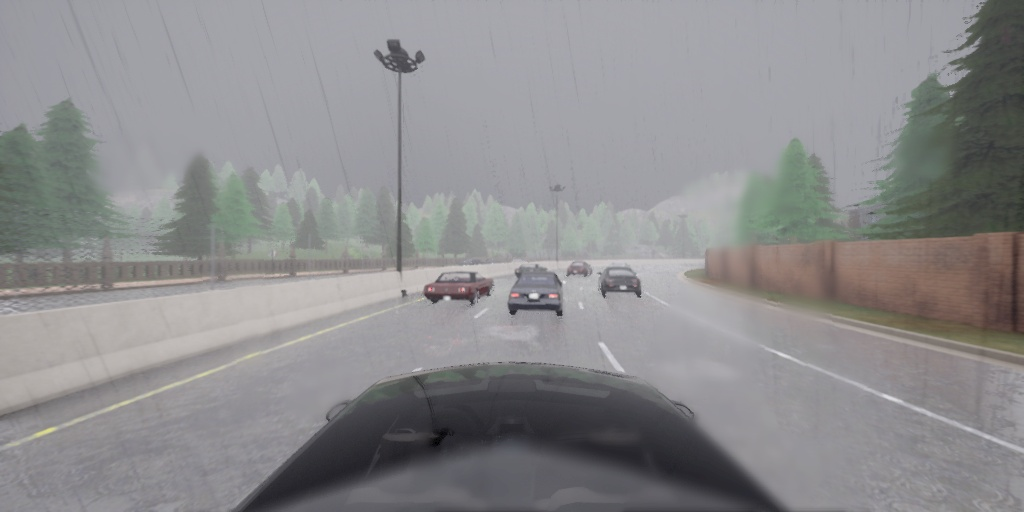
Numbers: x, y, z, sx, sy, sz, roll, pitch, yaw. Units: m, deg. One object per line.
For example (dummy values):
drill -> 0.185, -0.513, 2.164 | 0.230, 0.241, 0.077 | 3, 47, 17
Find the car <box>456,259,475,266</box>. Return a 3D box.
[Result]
car -> -5.828, 1.127, 49.912 | 1.837, 1.490, 4.892 | 0, 0, 27

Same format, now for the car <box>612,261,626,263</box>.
car -> 10.229, 1.231, 34.163 | 1.812, 1.442, 4.674 | 0, 0, 22

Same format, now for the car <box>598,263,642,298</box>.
car -> 5.474, 1.254, 18.460 | 1.812, 1.442, 4.674 | 0, 0, 11

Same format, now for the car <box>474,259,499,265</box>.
car -> -2.794, 1.198, 48.169 | 1.994, 1.385, 4.181 | 0, 0, 27

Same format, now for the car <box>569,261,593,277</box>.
car -> 6.453, 1.220, 34.112 | 1.812, 1.442, 4.674 | 0, 0, 21

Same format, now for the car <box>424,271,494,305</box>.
car -> -2.120, 1.311, 15.821 | 1.895, 1.301, 4.718 | 0, 0, 9

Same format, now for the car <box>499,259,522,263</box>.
car -> 0.579, 1.172, 47.130 | 1.812, 1.442, 4.674 | 0, 0, 28

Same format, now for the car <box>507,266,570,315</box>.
car -> 1.018, 1.273, 13.452 | 2.033, 1.411, 5.357 | 0, 0, 8

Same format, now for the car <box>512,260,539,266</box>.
car -> 1.785, 1.287, 31.607 | 1.895, 1.301, 4.718 | 0, 0, 18
